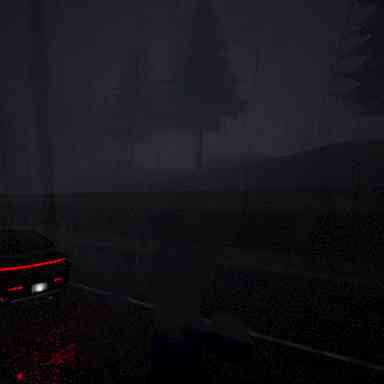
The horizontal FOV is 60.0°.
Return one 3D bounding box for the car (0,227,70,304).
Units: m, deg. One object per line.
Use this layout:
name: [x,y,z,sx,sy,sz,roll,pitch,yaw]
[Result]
car: [-4.797,1.616,7.937,4.892,1.490,1.837,-1,-1,40]
